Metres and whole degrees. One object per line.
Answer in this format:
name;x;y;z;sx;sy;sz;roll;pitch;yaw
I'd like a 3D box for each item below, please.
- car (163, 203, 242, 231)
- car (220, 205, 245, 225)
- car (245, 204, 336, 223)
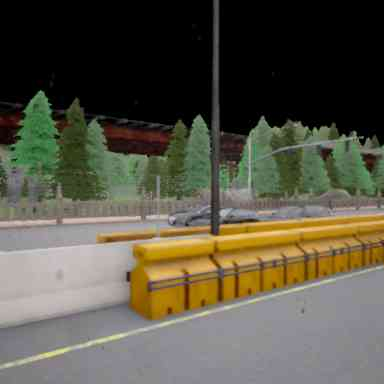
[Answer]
car;0.747;1.549;21.713;4.902;1.511;2.128;0;0;-35
car;2.011;1.578;18.317;4.674;1.442;1.812;0;0;-35
car;5.076;1.410;16.201;4.553;1.767;2.097;0;0;-35
